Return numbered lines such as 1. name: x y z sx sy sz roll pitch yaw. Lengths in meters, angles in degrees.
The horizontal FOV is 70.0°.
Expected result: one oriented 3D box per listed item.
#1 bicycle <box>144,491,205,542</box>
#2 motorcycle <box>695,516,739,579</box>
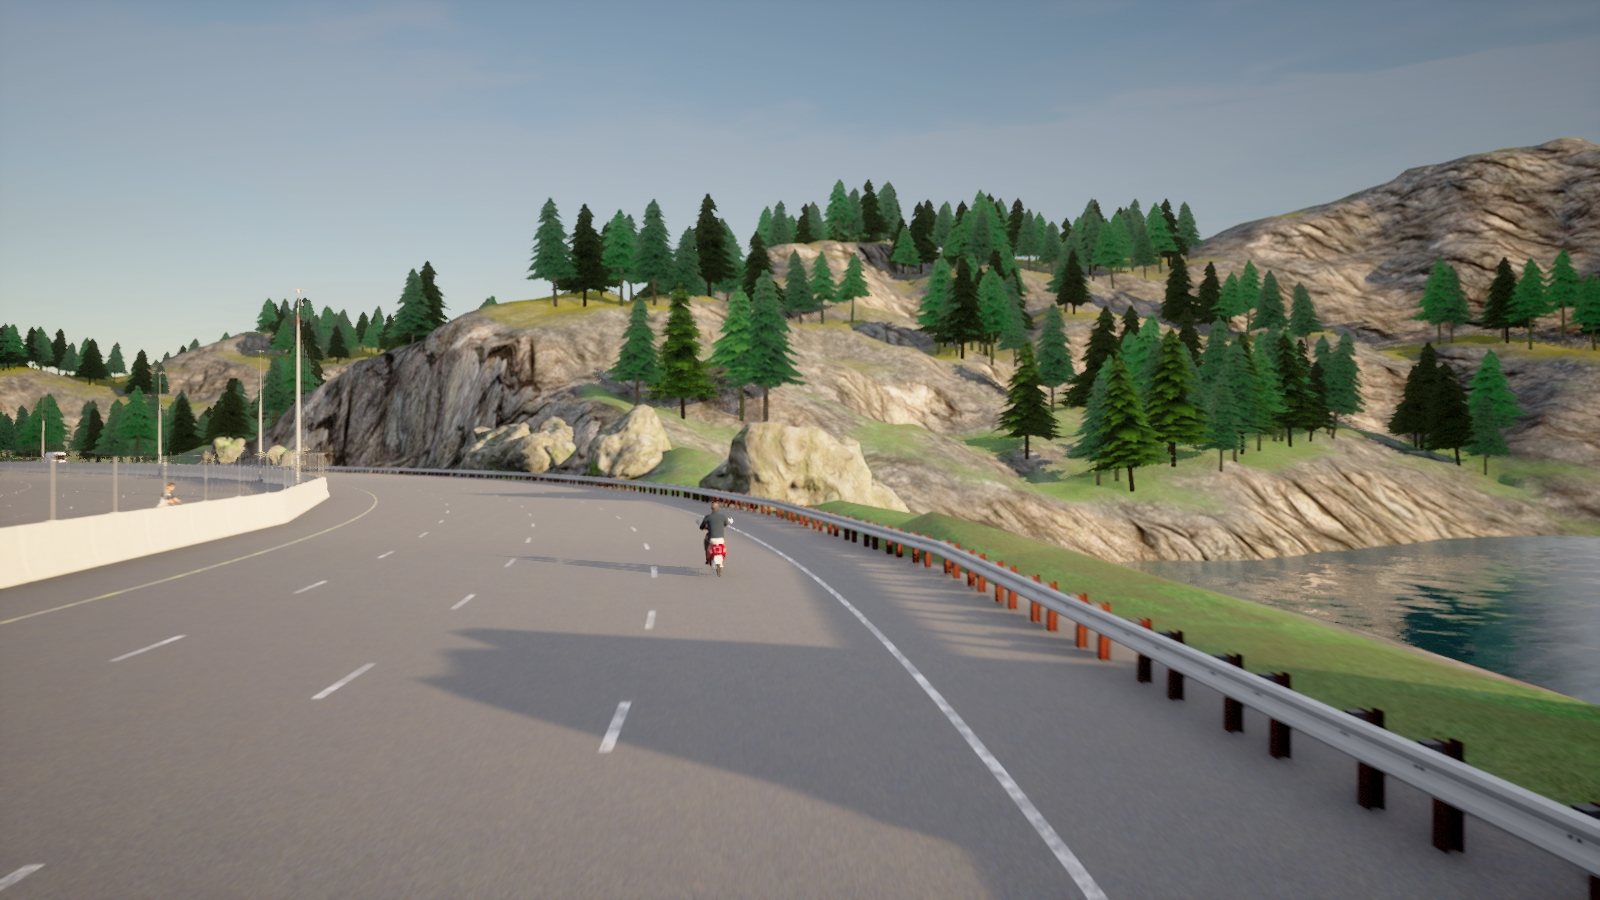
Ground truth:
1. bicycle: -19.513 2.070 35.670 1.643 1.514 0.373 -2 -4 -8
2. motorcycle: -1.899 2.185 25.976 0.856 1.236 1.805 -2 0 -7
